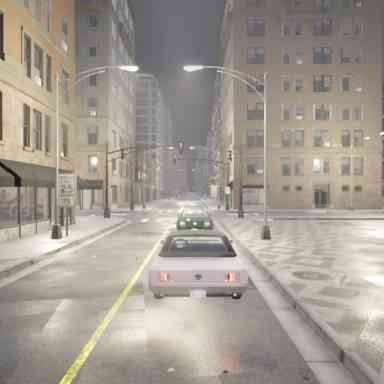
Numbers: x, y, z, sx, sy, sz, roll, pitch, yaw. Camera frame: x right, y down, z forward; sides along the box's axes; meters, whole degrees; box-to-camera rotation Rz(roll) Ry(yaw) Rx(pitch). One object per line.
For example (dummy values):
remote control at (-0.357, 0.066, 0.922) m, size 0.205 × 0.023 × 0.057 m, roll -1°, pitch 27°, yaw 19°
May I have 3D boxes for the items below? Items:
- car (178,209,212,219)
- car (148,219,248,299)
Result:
car at (0.146, 1.600, 18.625) m, size 1.895 × 1.301 × 4.718 m, roll 0°, pitch 0°, yaw 0°
car at (0.121, 1.600, 8.390) m, size 1.895 × 1.301 × 4.718 m, roll 0°, pitch 0°, yaw 0°
